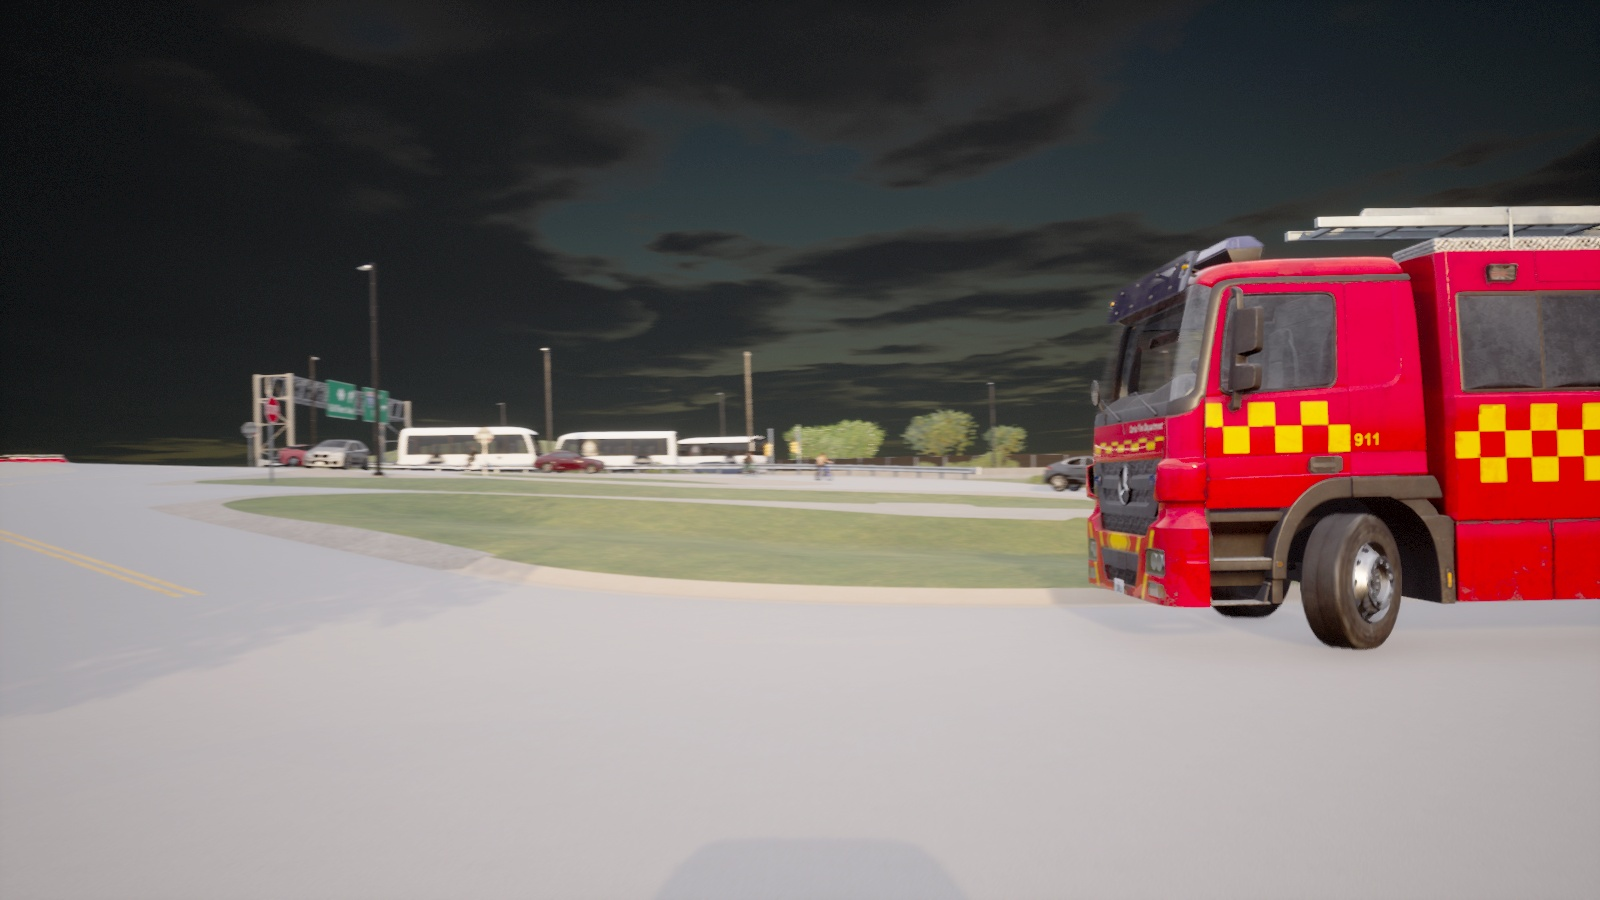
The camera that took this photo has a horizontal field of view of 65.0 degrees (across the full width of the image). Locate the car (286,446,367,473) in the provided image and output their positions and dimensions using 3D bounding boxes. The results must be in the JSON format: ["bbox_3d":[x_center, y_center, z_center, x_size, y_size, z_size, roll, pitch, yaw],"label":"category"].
[{"bbox_3d":[-29.337,0.614,77.816,4.514,1.525,2.007,1,-2,-26],"label":"car"}]

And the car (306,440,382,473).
[{"bbox_3d":[-24.693,0.367,68.241,2.242,1.667,4.611,1,-1,3],"label":"car"}]

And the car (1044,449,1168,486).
[{"bbox_3d":[13.930,0.817,57.238,5.027,1.651,2.152,-1,-2,34],"label":"car"}]

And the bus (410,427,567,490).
[{"bbox_3d":[-22.470,0.665,90.969,10.273,4.253,3.944,-1,-2,2],"label":"bus"}]

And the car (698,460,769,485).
[{"bbox_3d":[-4.760,1.615,90.349,4.856,1.649,2.033,-1,-2,2],"label":"car"}]

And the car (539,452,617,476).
[{"bbox_3d":[-14.247,0.900,80.722,4.674,1.442,1.812,1,-1,-1],"label":"car"}]

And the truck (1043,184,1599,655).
[{"bbox_3d":[6.905,-0.293,11.952,8.468,3.827,2.891,-1,-1,-2],"label":"truck"}]
